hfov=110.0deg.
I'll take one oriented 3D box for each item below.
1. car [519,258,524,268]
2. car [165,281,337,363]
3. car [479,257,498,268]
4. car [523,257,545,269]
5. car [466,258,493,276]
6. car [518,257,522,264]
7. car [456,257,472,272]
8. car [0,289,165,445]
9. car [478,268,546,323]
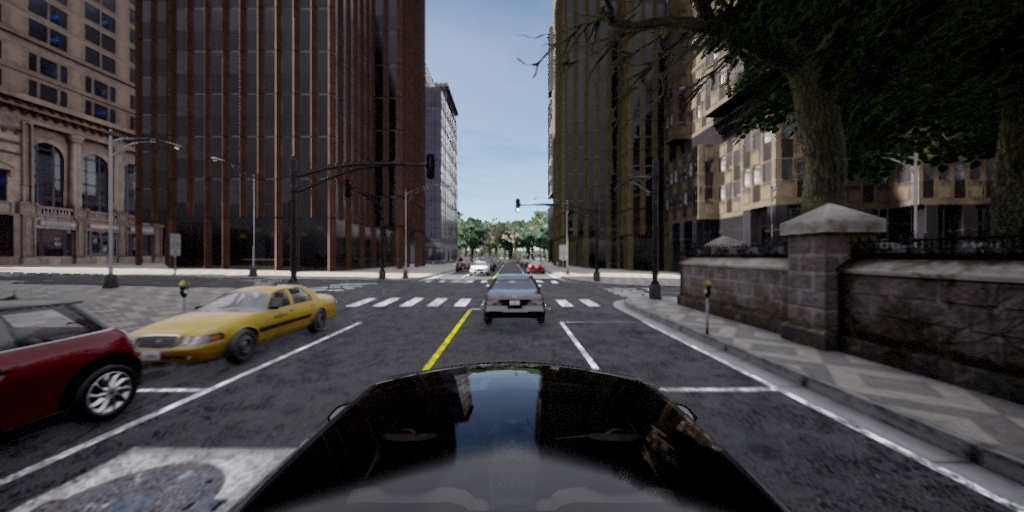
[{"bbox_3d":[2.581,1.262,56.622,2.007,1.370,4.403,0,0,0],"label":"car"},{"bbox_3d":[-5.780,1.270,8.141,1.751,1.417,4.829,0,0,0],"label":"car"},{"bbox_3d":[-3.236,1.069,46.762,2.097,1.767,4.553,0,0,0],"label":"car"},{"bbox_3d":[2.636,1.160,40.310,1.967,1.591,4.097,0,0,0],"label":"car"},{"bbox_3d":[-3.208,1.249,36.549,1.812,1.442,4.674,0,0,0],"label":"car"},{"bbox_3d":[2.562,1.254,62.060,1.888,1.381,4.507,0,0,0],"label":"car"},{"bbox_3d":[-5.908,1.033,45.718,2.192,1.841,5.009,0,0,0],"label":"car"},{"bbox_3d":[-5.762,1.189,2.854,1.967,1.591,4.097,0,0,0],"label":"car"},{"bbox_3d":[0.069,1.289,12.048,2.033,1.411,5.357,0,0,0],"label":"car"}]
